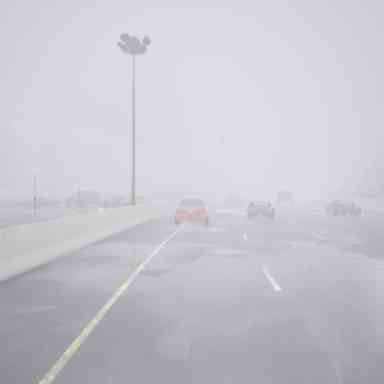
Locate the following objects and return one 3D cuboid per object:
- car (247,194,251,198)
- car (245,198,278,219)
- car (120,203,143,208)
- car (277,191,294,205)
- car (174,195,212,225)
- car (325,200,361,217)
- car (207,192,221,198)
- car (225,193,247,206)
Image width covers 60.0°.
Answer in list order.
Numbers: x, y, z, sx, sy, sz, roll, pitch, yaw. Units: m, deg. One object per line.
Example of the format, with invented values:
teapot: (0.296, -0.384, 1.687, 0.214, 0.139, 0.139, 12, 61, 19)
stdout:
car: (8.982, 1.038, 56.796, 1.812, 1.442, 4.674, 0, 0, 19)
car: (5.361, 1.378, 26.179, 1.895, 1.301, 4.718, 0, 1, 9)
car: (-6.633, 1.113, 38.215, 1.882, 1.535, 5.008, 0, 1, 12)
car: (14.246, 0.801, 50.735, 2.150, 2.045, 5.566, 0, 0, 18)
car: (0.188, 1.151, 22.106, 2.097, 1.767, 4.553, 0, 1, 7)
car: (12.814, 1.377, 28.620, 1.895, 1.301, 4.718, 0, 1, 10)
car: (5.116, 0.600, 76.825, 1.895, 1.301, 4.718, 0, 1, 22)
car: (5.856, 0.957, 45.486, 2.097, 1.767, 4.553, 0, 1, 15)
